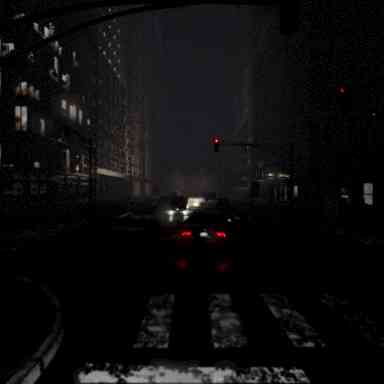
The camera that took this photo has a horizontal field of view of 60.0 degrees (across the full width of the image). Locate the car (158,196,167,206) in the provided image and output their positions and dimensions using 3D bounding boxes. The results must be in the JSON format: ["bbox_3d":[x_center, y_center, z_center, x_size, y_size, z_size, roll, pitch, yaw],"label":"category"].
[{"bbox_3d":[-4.068,1.283,48.704,1.802,1.307,4.206,0,0,0],"label":"car"}]

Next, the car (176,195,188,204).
[{"bbox_3d":[-1.596,1.262,54.534,1.895,1.301,4.718,0,0,0],"label":"car"}]

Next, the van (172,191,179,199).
[{"bbox_3d":[-4.264,0.761,87.394,1.690,1.788,3.998,0,0,0],"label":"van"}]

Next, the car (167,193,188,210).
[{"bbox_3d":[-1.544,1.249,38.430,1.882,1.535,5.008,0,1,0],"label":"car"}]

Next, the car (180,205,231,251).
[{"bbox_3d":[0.649,1.490,14.001,2.033,1.411,5.357,1,1,5],"label":"car"}]

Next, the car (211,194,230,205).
[{"bbox_3d":[3.890,1.304,43.218,1.947,1.339,4.313,0,0,0],"label":"car"}]

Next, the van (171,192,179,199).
[{"bbox_3d":[-4.236,0.802,81.867,1.690,1.788,3.998,0,0,0],"label":"van"}]

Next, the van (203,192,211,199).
[{"bbox_3d":[3.644,0.801,81.907,1.690,1.788,3.998,0,0,0],"label":"van"}]

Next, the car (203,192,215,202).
[{"bbox_3d":[3.728,0.898,65.324,2.192,1.841,5.009,0,0,0],"label":"car"}]

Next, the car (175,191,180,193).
[{"bbox_3d":[-4.208,0.942,76.341,1.967,1.590,4.097,0,0,0],"label":"car"}]

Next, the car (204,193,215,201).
[{"bbox_3d":[3.700,0.982,70.853,1.967,1.590,4.097,0,0,0],"label":"car"}]
